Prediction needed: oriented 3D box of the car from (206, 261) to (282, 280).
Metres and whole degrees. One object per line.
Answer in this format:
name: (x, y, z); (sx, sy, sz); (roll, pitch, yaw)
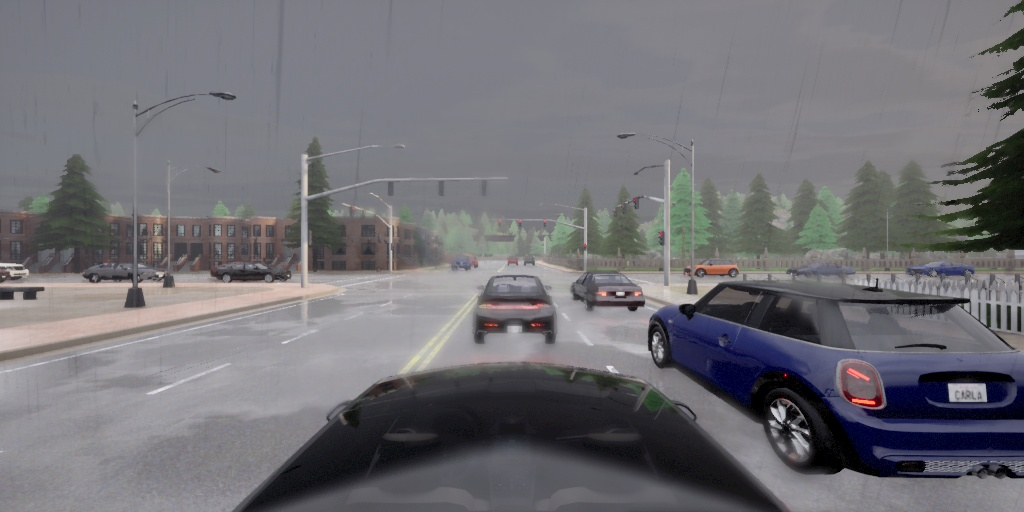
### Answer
car: (-22.811, 1.228, 30.669); (5.008, 1.535, 1.882); (0, 0, -1)

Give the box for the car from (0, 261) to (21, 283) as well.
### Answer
car: (-39.168, 1.228, 25.243); (5.008, 1.535, 1.882); (0, 0, -18)

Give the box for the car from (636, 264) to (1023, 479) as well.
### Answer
car: (3.608, 1.102, 4.963); (2.097, 1.767, 4.553); (0, 0, 0)

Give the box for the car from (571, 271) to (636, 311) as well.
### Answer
car: (3.610, 1.297, 14.380); (2.033, 1.411, 5.357); (0, 0, 1)

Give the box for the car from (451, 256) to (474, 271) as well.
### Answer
car: (-6.977, 0.974, 49.469); (2.150, 2.045, 5.566); (0, 0, 1)

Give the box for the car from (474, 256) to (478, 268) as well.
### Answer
car: (-6.945, 0.971, 60.501); (2.150, 2.045, 5.566); (0, 0, 0)

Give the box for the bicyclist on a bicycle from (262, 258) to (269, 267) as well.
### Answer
bicyclist on a bicycle: (-28.735, 1.053, 41.685); (0.582, 1.620, 1.656); (0, 0, -1)

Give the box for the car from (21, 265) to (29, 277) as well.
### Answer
car: (-42.171, 0.971, 27.913); (5.566, 2.045, 2.150); (0, 0, -21)

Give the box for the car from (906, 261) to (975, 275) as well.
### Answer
car: (40.370, 1.228, 33.880); (5.008, 1.535, 1.882); (0, 0, 1)

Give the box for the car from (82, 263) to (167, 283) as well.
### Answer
car: (-28.998, 1.242, 26.961); (4.902, 1.511, 2.128); (0, 0, -4)

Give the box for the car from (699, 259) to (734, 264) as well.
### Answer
car: (18.775, 1.102, 33.963); (4.553, 1.767, 2.097); (0, 0, 0)

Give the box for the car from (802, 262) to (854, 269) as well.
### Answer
car: (29.167, 1.297, 33.925); (5.357, 1.411, 2.033); (0, 0, 1)

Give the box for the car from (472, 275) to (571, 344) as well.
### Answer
car: (0.079, 1.242, 9.555); (2.128, 1.511, 4.902); (0, 0, 1)

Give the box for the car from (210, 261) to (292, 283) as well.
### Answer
car: (-19.502, 1.228, 27.231); (5.008, 1.535, 1.882); (0, 0, -1)
